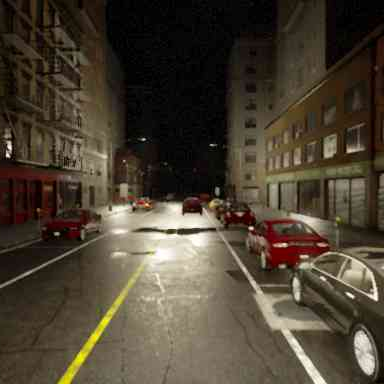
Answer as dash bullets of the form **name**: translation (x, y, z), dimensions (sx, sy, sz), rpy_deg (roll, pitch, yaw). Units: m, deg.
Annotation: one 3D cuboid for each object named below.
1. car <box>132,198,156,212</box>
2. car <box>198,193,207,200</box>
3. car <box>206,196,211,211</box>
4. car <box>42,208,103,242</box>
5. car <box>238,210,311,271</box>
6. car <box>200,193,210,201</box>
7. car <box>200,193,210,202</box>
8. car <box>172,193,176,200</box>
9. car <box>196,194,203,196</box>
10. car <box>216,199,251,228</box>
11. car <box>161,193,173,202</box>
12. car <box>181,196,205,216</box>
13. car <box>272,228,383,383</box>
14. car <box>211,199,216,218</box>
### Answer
- **car**: translation (-5.658, 1.372, 38.200), dimensions (1.967, 1.590, 4.097), rpy_deg (-1, 0, 0)
- **car**: translation (2.898, 1.228, 92.909), dimensions (2.192, 1.841, 5.009), rpy_deg (-1, 0, 0)
- **car**: translation (2.868, 1.457, 38.367), dimensions (1.752, 1.417, 4.829), rpy_deg (-1, 0, 0)
- **car**: translation (-5.668, 1.509, 16.213), dimensions (1.887, 1.381, 4.507), rpy_deg (-1, 0, 0)
- **car**: translation (2.855, 1.519, 10.712), dimensions (1.887, 1.381, 4.507), rpy_deg (-1, 0, 0)
- **car**: translation (2.881, 1.237, 70.565), dimensions (2.192, 1.841, 5.009), rpy_deg (-1, 0, 0)
- **car**: translation (2.885, 1.236, 76.152), dimensions (2.192, 1.841, 5.009), rpy_deg (-1, 0, 0)
- **car**: translation (-5.637, 1.444, 81.572), dimensions (1.752, 1.417, 4.829), rpy_deg (-1, 0, 0)
- **car**: translation (0.021, 1.420, 42.250), dimensions (2.128, 1.511, 4.902), rpy_deg (0, 0, 0)
- **car**: translation (2.859, 1.394, 21.705), dimensions (1.967, 1.590, 4.097), rpy_deg (-1, 0, 0)
- **car**: translation (-5.642, 1.488, 70.570), dimensions (1.947, 1.339, 4.313), rpy_deg (-1, 0, 0)
- **car**: translation (0.016, 1.417, 31.902), dimensions (1.882, 1.535, 5.008), rpy_deg (0, 0, 0)
- **car**: translation (2.852, 1.537, 5.215), dimensions (2.008, 1.369, 4.403), rpy_deg (-1, 0, 0)
- **car**: translation (2.861, 1.385, 27.203), dimensions (1.967, 1.590, 4.097), rpy_deg (-1, 0, 0)
